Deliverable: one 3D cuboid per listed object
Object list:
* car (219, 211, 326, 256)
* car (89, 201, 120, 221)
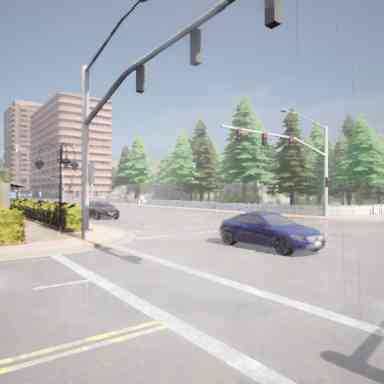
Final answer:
[{"bbox_3d":[2.984,1.525,13.367,1.812,1.442,4.674,0,0,-36],"label":"car"},{"bbox_3d":[-7.683,1.504,27.790,1.837,1.490,4.892,0,0,-37],"label":"car"}]
